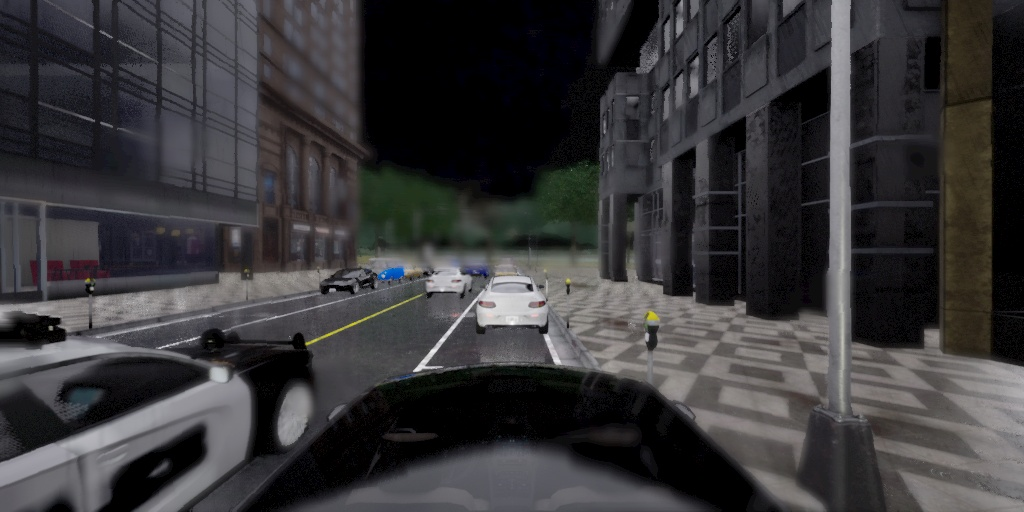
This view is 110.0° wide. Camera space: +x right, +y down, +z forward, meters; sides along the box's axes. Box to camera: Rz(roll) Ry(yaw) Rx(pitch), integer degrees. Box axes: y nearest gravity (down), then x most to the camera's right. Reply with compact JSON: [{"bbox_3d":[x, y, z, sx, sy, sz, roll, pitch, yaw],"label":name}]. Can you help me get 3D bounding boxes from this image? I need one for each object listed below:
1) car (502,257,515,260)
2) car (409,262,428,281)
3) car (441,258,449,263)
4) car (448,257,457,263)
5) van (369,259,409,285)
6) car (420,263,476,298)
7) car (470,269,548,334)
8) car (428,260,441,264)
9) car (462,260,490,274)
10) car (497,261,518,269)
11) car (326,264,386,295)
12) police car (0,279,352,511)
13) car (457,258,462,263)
[{"bbox_3d":[-0.383,1.196,36.298,1.967,1.591,4.097,0,0,0],"label":"car"},{"bbox_3d":[-8.908,1.279,30.691,1.751,1.417,4.829,0,0,0],"label":"car"},{"bbox_3d":[-8.908,1.284,41.566,1.751,1.417,4.829,0,0,0],"label":"car"},{"bbox_3d":[-8.908,1.201,47.173,1.967,1.591,4.097,0,0,0],"label":"car"},{"bbox_3d":[-8.908,1.093,25.423,1.690,1.789,3.998,0,0,0],"label":"van"},{"bbox_3d":[-3.141,1.277,18.501,1.812,1.442,4.674,0,0,0],"label":"car"},{"bbox_3d":[0.003,1.276,10.500,1.812,1.442,4.674,0,0,0],"label":"car"},{"bbox_3d":[-8.908,1.322,36.298,1.948,1.339,4.313,0,0,0],"label":"car"},{"bbox_3d":[-3.140,1.233,33.593,1.882,1.535,5.008,0,0,0],"label":"car"},{"bbox_3d":[-0.383,1.278,25.593,1.751,1.417,4.829,0,0,0],"label":"car"},{"bbox_3d":[-8.908,1.317,19.986,1.948,1.339,4.313,0,0,0],"label":"car"},{"bbox_3d":[-3.145,1.175,2.181,1.930,1.638,5.238,0,0,0],"label":"police car"},{"bbox_3d":[-6.149,1.275,49.573,1.837,1.490,4.892,0,0,0],"label":"car"}]
